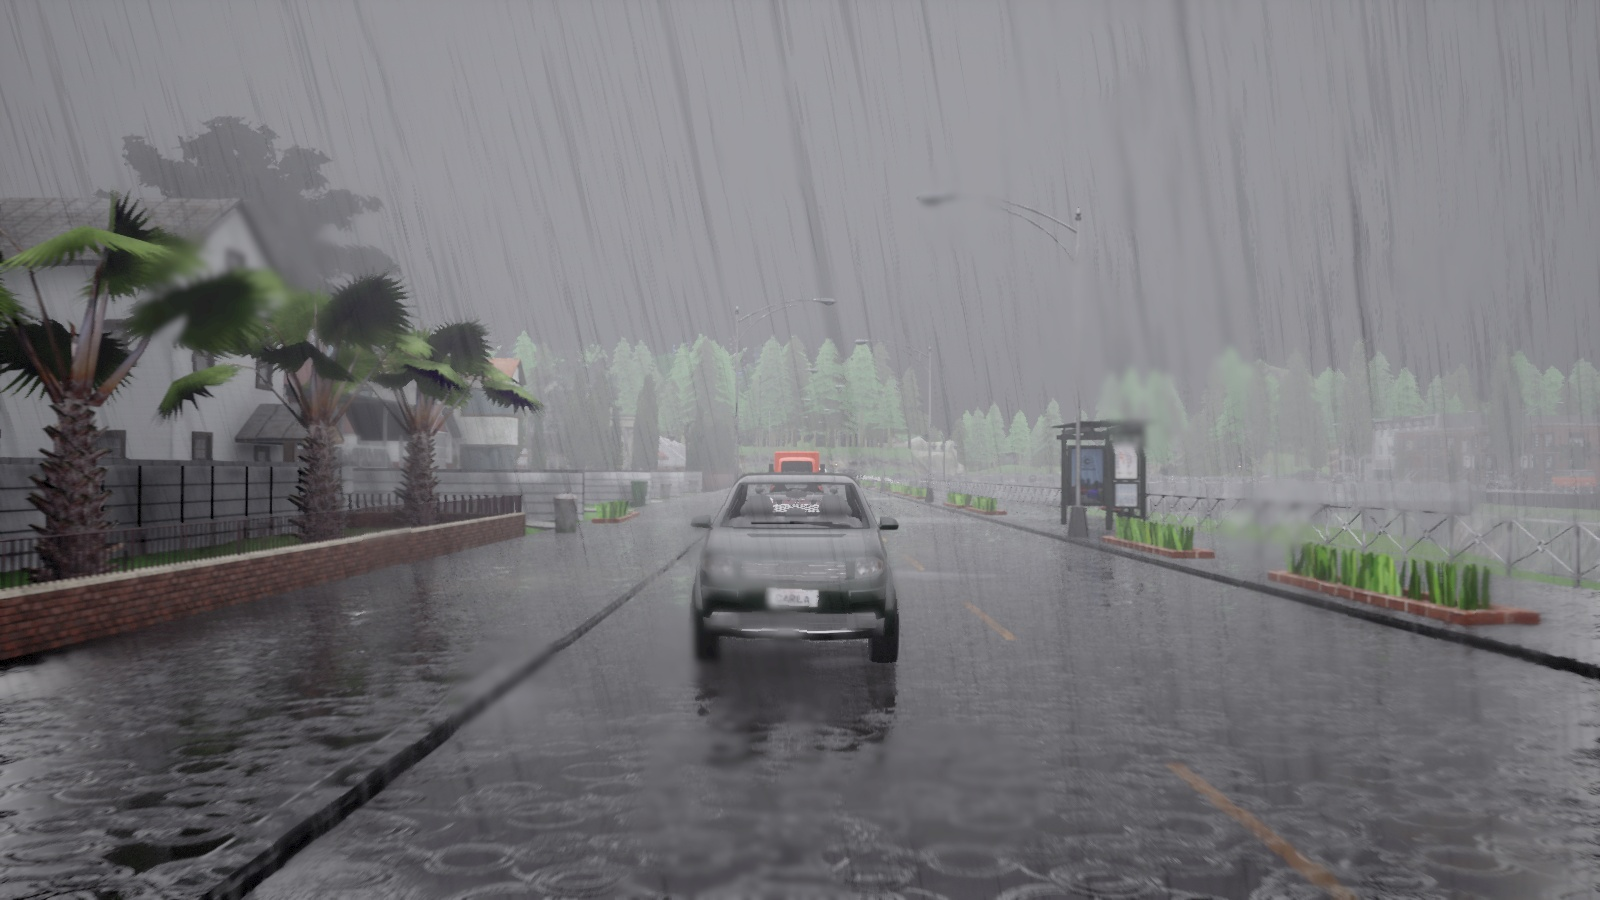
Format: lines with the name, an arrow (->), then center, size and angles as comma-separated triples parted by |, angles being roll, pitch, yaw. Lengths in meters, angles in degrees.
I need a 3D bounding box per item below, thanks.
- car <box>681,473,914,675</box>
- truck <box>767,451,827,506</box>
car -> -0.027, 0.986, 11.516 | 1.789, 1.549, 3.705 | 0, -1, 0
truck -> -0.139, 1.306, 58.383 | 2.627, 2.467, 5.204 | 0, -1, 0
